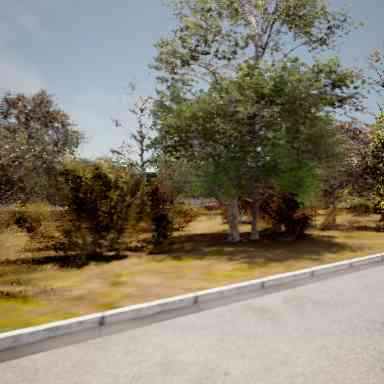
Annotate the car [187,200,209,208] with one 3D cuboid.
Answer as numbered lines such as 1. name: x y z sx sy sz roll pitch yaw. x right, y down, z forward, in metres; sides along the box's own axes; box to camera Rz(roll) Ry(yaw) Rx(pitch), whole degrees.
1. car: 1.234 2.566 71.846 2.097 1.535 5.008 0 0 -36

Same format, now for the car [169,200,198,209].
1. car: -1.786 2.524 53.544 2.163 1.488 4.792 0 0 -36

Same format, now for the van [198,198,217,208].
1. van: 3.451 2.352 73.573 1.878 1.987 4.442 0 0 -36

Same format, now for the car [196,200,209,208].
1. car: 0.456 2.509 55.180 2.231 1.521 4.892 0 0 -36
